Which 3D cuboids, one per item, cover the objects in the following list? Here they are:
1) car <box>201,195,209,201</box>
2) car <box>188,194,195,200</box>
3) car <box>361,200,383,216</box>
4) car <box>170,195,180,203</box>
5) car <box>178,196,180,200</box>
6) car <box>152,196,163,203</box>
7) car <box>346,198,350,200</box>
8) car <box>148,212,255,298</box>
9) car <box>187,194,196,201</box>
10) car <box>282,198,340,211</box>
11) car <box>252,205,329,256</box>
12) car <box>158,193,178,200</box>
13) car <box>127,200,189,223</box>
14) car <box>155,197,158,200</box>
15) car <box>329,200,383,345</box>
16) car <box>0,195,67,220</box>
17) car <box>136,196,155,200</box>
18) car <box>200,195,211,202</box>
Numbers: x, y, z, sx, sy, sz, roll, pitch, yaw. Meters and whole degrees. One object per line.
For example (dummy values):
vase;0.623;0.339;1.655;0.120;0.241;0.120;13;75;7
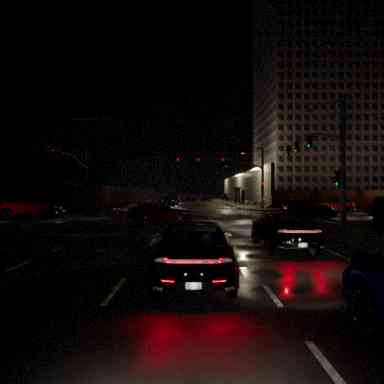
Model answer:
car;3.391;1.479;89.093;1.837;1.490;4.892;0;0;0
car;-0.109;1.307;88.994;1.837;1.490;4.892;0;0;0
car;19.374;1.526;32.239;5.008;1.535;1.882;0;0;0
car;-3.587;1.461;71.096;1.882;1.535;5.008;0;0;0
car;-3.637;1.207;60.948;2.150;2.045;5.566;0;0;0
car;-7.085;1.585;68.729;1.895;1.301;4.718;0;0;0
car;14.989;1.399;35.726;4.553;1.767;2.097;0;0;0
car;0.047;1.490;8.470;2.128;1.511;4.902;0;0;0
car;-0.096;1.328;78.741;2.097;1.767;4.553;0;0;0
car;9.873;1.397;28.509;4.553;1.767;2.097;0;0;0
car;3.565;1.488;13.088;2.128;1.511;4.902;0;0;0
car;-3.649;1.340;51.359;2.097;1.767;4.553;0;0;0
car;-2.476;1.550;24.965;4.674;1.442;1.812;0;0;0
car;-7.151;1.464;58.566;1.882;1.535;5.008;0;0;0
car;3.596;1.221;3.242;2.150;2.045;5.566;0;0;0
car;-13.707;1.261;28.431;5.566;2.045;2.150;0;0;0
car;-7.151;1.466;49.244;1.882;1.535;5.008;0;0;0
car;3.404;1.506;78.788;1.812;1.442;4.674;0;0;0
